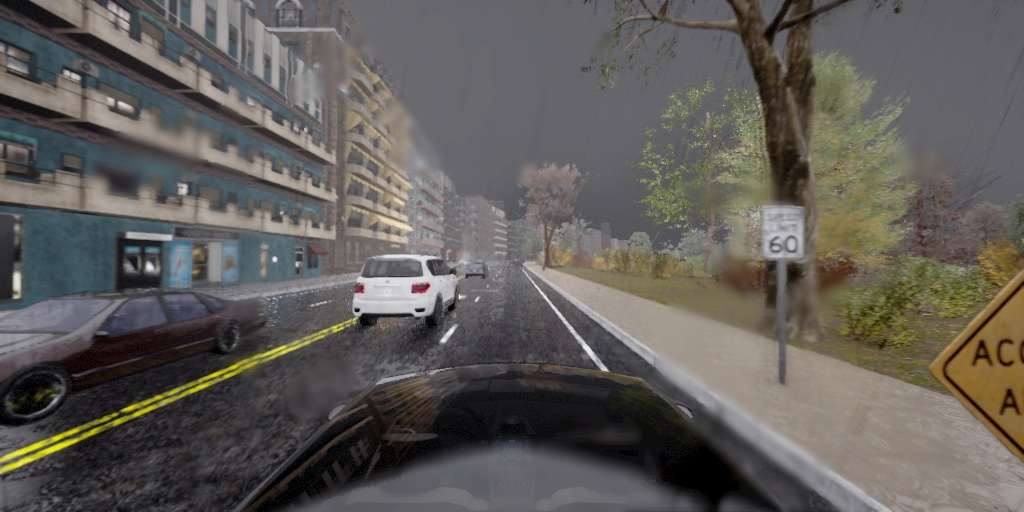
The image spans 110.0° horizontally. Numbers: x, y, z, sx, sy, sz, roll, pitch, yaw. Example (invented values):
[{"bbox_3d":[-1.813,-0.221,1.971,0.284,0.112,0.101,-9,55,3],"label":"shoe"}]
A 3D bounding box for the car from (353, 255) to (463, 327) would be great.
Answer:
[{"bbox_3d":[-3.147,0.986,11.732,2.150,2.045,5.566,0,0,0],"label":"car"}]

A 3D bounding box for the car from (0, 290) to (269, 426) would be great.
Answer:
[{"bbox_3d":[-6.601,1.304,5.970,2.033,1.411,5.357,0,0,0],"label":"car"}]

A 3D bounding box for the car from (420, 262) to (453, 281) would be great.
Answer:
[{"bbox_3d":[-6.539,1.321,31.509,1.812,1.442,4.674,0,0,1],"label":"car"}]

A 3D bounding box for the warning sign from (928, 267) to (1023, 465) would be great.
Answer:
[{"bbox_3d":[2.851,0.866,1.900,1.300,1.860,1.060,0,0,0],"label":"warning sign"}]

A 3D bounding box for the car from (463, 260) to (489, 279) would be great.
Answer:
[{"bbox_3d":[-3.219,1.346,33.397,2.033,1.411,5.357,0,0,1],"label":"car"}]
